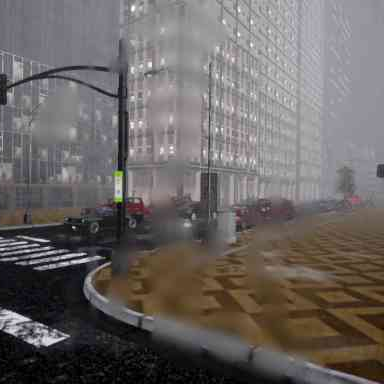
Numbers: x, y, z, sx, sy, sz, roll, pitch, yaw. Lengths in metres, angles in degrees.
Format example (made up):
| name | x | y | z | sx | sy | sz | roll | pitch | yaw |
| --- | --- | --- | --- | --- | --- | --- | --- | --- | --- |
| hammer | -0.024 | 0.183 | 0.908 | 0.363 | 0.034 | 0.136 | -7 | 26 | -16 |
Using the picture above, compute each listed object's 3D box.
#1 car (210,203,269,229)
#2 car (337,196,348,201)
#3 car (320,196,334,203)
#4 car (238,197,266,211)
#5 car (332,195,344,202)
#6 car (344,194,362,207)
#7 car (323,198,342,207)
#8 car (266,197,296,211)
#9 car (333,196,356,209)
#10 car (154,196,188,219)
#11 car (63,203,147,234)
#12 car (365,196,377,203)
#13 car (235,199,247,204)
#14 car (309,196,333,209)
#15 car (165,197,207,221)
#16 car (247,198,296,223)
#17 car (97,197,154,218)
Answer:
| name | x | y | z | sx | sy | sz | roll | pitch | yaw |
| --- | --- | --- | --- | --- | --- | --- | --- | --- | --- |
| car | 3.270 | 1.668 | 22.006 | 1.802 | 1.307 | 4.206 | 1 | 0 | 35 |
| car | 39.478 | 1.624 | 87.080 | 1.947 | 1.339 | 4.313 | 1 | 1 | 35 |
| car | 29.884 | 1.617 | 73.513 | 1.802 | 1.307 | 4.206 | 1 | 1 | 35 |
| car | 7.707 | 1.431 | 42.260 | 1.967 | 1.590 | 4.097 | 1 | 0 | 35 |
| car | 36.193 | 1.571 | 82.433 | 1.752 | 1.417 | 4.829 | 1 | 1 | 35 |
| car | 25.438 | 1.366 | 52.847 | 2.150 | 2.045 | 5.566 | 1 | 1 | 35 |
| car | 23.117 | 1.659 | 54.565 | 1.994 | 1.385 | 4.181 | 1 | 1 | 35 |
| car | 11.734 | 1.525 | 43.493 | 2.128 | 1.511 | 4.902 | 1 | 1 | 36 |
| car | 21.410 | 1.656 | 47.085 | 1.812 | 1.442 | 4.674 | 1 | 1 | 35 |
| car | -1.795 | 1.283 | 28.933 | 2.192 | 1.841 | 5.009 | 1 | 0 | 35 |
| car | -5.118 | 1.595 | 19.715 | 1.895 | 1.301 | 4.718 | 1 | 1 | 35 |
| car | 39.522 | 1.598 | 73.492 | 1.967 | 1.590 | 4.097 | 1 | 1 | 35 |
| car | 5.785 | 1.511 | 35.153 | 2.128 | 1.511 | 4.902 | 1 | 1 | 35 |
| car | 18.269 | 1.649 | 47.711 | 1.994 | 1.385 | 4.181 | 1 | 1 | 36 |
| car | 0.324 | 1.485 | 27.438 | 1.882 | 1.535 | 5.008 | 1 | 1 | 35 |
| car | 6.759 | 1.409 | 26.934 | 2.192 | 1.841 | 5.009 | 1 | 0 | 35 |
| car | -5.451 | 1.275 | 23.763 | 2.192 | 1.841 | 5.009 | 1 | 0 | 35 |
